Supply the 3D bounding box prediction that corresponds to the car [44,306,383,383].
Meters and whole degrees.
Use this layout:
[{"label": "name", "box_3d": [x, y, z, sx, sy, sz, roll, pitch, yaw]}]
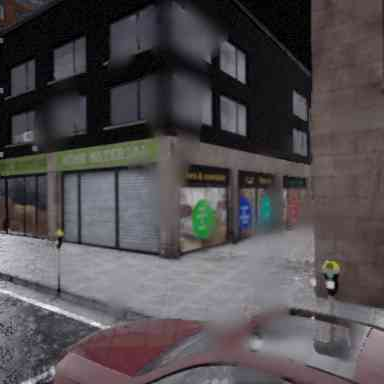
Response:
[{"label": "car", "box_3d": [0.613, 1.580, 2.422, 4.206, 1.307, 1.802, 0, -1, 35]}]
